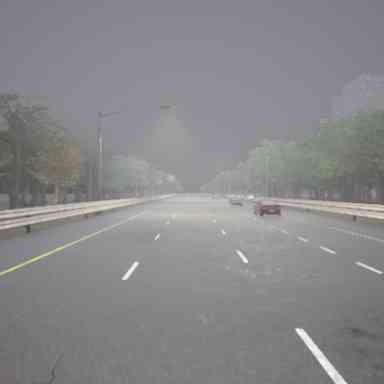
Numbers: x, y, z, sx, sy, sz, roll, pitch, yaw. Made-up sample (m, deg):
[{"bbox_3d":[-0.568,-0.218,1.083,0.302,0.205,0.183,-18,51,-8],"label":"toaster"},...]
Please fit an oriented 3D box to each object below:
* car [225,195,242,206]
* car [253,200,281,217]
[{"bbox_3d":[7.137,1.588,55.034,2.033,1.411,5.357,0,0,0],"label":"car"},{"bbox_3d":[7.044,1.498,31.632,1.882,1.535,5.008,0,0,0],"label":"car"}]
